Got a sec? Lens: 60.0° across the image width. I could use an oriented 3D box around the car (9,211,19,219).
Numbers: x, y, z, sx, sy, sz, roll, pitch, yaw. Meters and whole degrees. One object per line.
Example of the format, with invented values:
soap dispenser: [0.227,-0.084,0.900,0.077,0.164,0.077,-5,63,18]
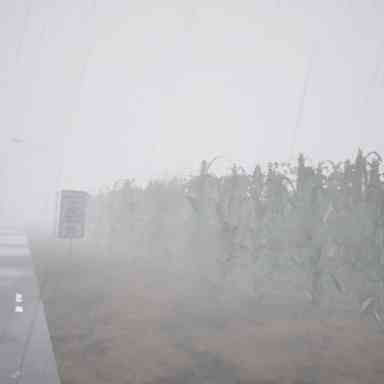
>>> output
car: [-40.733,5.388,75.895,2.128,1.511,4.902,5,-5,-27]
